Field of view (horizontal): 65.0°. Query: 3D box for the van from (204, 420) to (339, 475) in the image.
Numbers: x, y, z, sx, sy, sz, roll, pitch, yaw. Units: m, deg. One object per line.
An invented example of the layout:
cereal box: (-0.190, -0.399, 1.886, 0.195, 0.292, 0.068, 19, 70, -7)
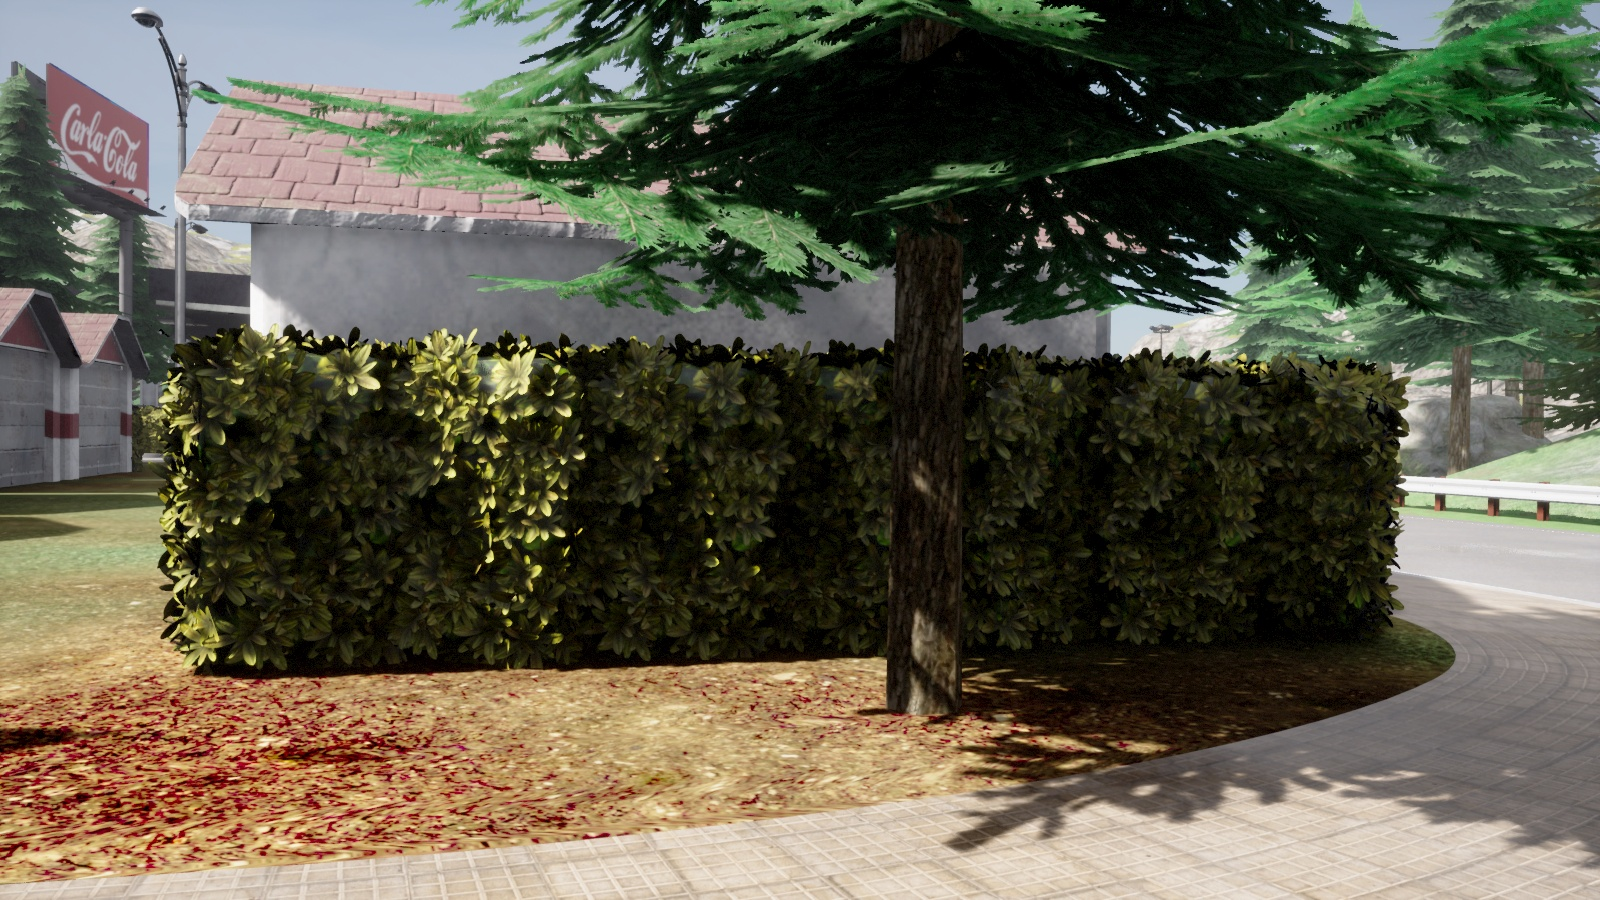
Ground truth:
van: (-19.764, -0.103, 47.132, 4.442, 1.987, 1.775, 0, 0, -14)
